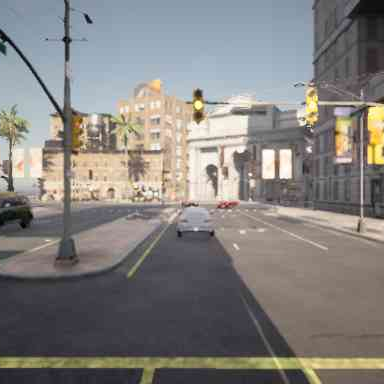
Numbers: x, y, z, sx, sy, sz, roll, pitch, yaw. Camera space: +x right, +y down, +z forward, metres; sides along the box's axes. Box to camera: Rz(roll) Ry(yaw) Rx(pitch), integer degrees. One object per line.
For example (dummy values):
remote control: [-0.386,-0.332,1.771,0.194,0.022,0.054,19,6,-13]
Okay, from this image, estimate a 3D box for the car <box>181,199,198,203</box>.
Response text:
car: [-0.437,1.633,46.868,1.895,1.301,4.718,0,0,-9]

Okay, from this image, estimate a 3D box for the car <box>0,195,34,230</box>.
car: [-11.410,1.235,19.451,2.150,2.045,5.566,0,0,1]

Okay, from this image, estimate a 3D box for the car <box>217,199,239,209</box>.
car: [5.105,1.633,46.587,1.895,1.301,4.718,0,0,24]

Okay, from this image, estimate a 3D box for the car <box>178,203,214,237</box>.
car: [0.201,1.538,18.157,1.812,1.442,4.674,0,0,0]
